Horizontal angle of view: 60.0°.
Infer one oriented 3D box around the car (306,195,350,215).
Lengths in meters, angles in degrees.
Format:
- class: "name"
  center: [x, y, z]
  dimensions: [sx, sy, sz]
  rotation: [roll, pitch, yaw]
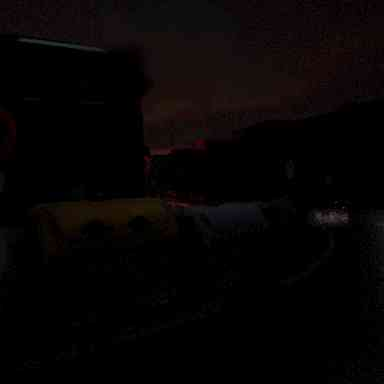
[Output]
- class: "car"
  center: [10.583, 1.021, 27.213]
  dimensions: [2.128, 1.511, 4.902]
  rotation: [-2, -1, -18]
